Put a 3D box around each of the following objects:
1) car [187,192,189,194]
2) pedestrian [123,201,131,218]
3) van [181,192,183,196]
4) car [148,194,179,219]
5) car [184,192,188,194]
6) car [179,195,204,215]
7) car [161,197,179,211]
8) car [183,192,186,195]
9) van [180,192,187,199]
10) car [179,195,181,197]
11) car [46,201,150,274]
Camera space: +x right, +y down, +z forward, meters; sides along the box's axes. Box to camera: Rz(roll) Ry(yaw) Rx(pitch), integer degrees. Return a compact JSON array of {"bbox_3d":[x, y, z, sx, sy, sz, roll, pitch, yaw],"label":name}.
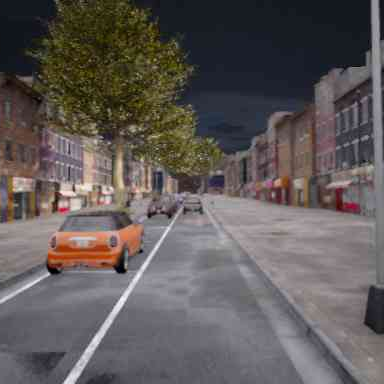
[{"bbox_3d":[-2.390,1.205,89.365,1.752,1.417,4.829,1,0,0],"label":"car"},{"bbox_3d":[-2.639,1.266,13.524,0.375,1.860,0.375,-2,-1,0],"label":"pedestrian"},{"bbox_3d":[-2.542,1.180,45.254,1.690,1.788,3.998,1,0,0],"label":"van"},{"bbox_3d":[-2.601,1.224,28.648,2.192,1.841,5.009,1,0,0],"label":"car"},{"bbox_3d":[-2.429,1.294,78.465,1.802,1.307,4.206,1,0,0],"label":"car"},{"bbox_3d":[0.096,1.358,32.410,2.128,1.511,4.902,-1,0,0],"label":"car"},{"bbox_3d":[-2.565,1.407,39.719,1.887,1.381,4.507,1,0,0],"label":"car"},{"bbox_3d":[-2.505,1.234,56.325,1.967,1.590,4.097,1,0,0],"label":"car"},{"bbox_3d":[-2.366,1.005,95.070,1.690,1.788,3.998,1,0,0],"label":"van"},{"bbox_3d":[-2.581,1.200,34.183,2.192,1.841,5.009,1,0,0],"label":"car"},{"bbox_3d":[-2.803,1.337,10.694,2.097,1.767,4.553,-1,0,0],"label":"car"}]
